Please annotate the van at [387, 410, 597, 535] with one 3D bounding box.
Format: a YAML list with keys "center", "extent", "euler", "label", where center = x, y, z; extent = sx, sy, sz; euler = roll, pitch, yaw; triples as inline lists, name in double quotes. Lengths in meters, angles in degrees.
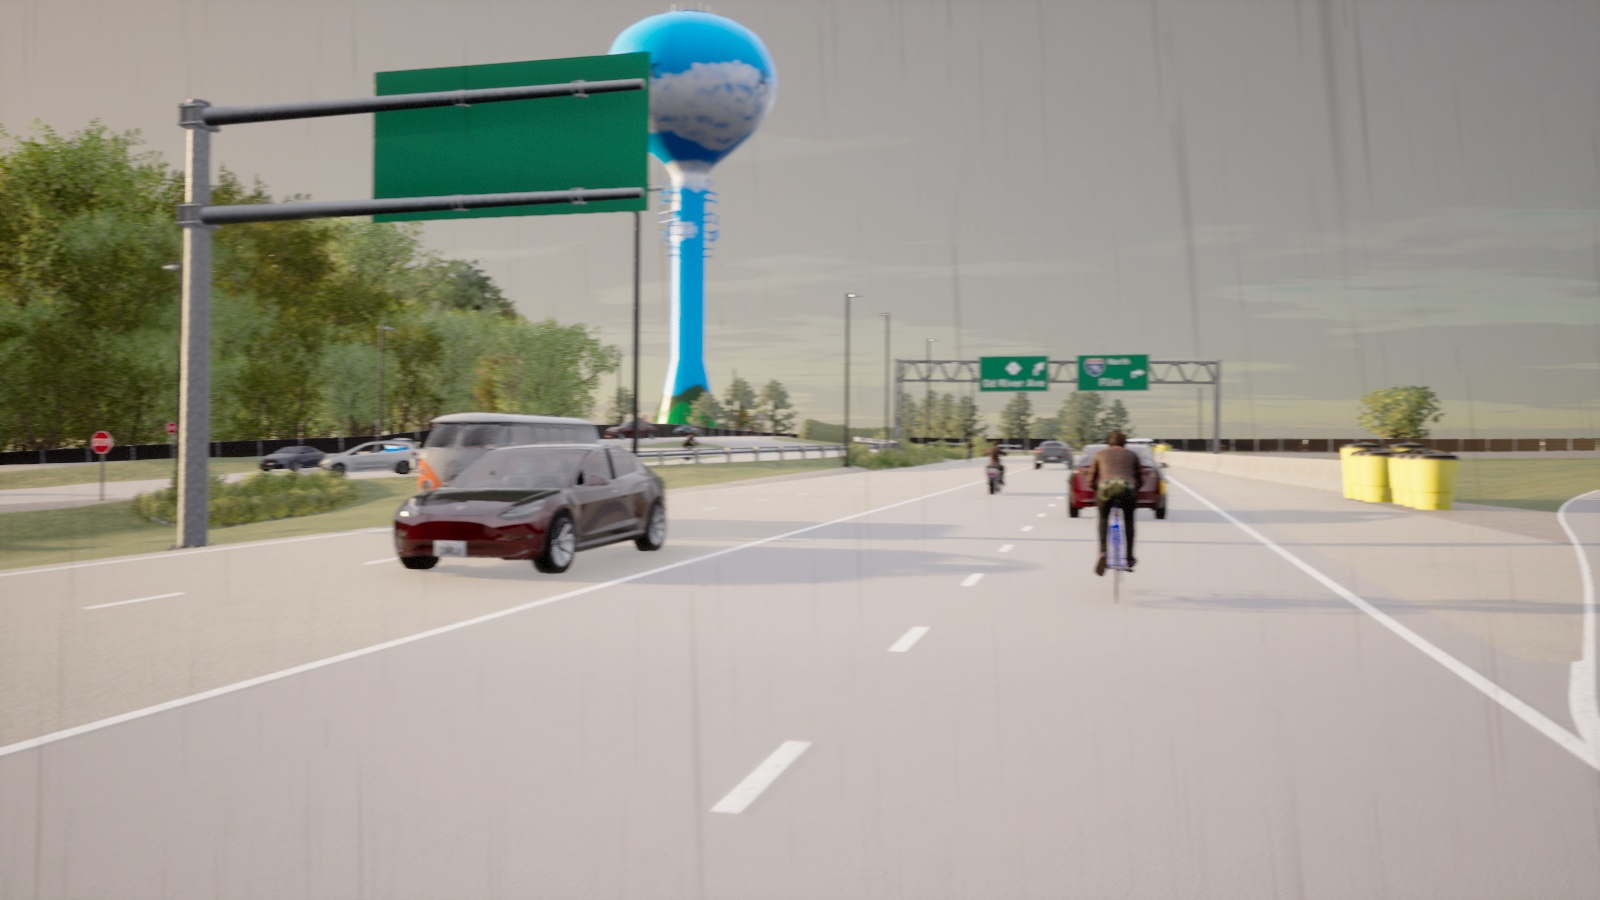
- center: [-5.339, 0.343, 22.414]
  extent: [1.775, 1.987, 4.442]
  euler: [0, 0, 14]
  label: "van"

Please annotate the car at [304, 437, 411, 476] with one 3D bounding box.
- center: [-21.096, 0.315, 59.822]
  extent: [4.611, 1.667, 2.242]
  euler: [-2, 0, -23]
  label: "car"

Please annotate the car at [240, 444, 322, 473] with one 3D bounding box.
- center: [-28.338, 0.430, 68.665]
  extent: [1.994, 1.385, 4.181]
  euler: [0, 3, 15]
  label: "car"

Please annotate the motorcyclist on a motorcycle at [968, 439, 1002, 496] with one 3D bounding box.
- center: [5.507, 0.500, 37.300]
  extent: [0.766, 1.649, 2.350]
  euler: [0, 0, 14]
  label: "motorcyclist on a motorcycle"

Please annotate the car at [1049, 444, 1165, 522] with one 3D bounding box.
- center: [6.473, 0.615, 26.518]
  extent: [2.163, 1.488, 4.792]
  euler: [0, 0, 14]
  label: "car"

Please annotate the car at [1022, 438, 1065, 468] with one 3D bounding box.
- center: [14.049, 0.144, 72.217]
  extent: [2.152, 1.651, 5.027]
  euler: [0, 0, 14]
  label: "car"

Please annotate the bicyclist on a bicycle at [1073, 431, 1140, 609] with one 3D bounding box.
- center: [2.992, 0.636, 12.269]
  extent: [0.582, 1.620, 1.656]
  euler: [0, 0, 14]
  label: "bicyclist on a bicycle"

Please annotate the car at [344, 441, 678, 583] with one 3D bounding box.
- center: [-3.358, 0.637, 15.788]
  extent: [2.163, 1.488, 4.792]
  euler: [0, 0, 14]
  label: "car"
